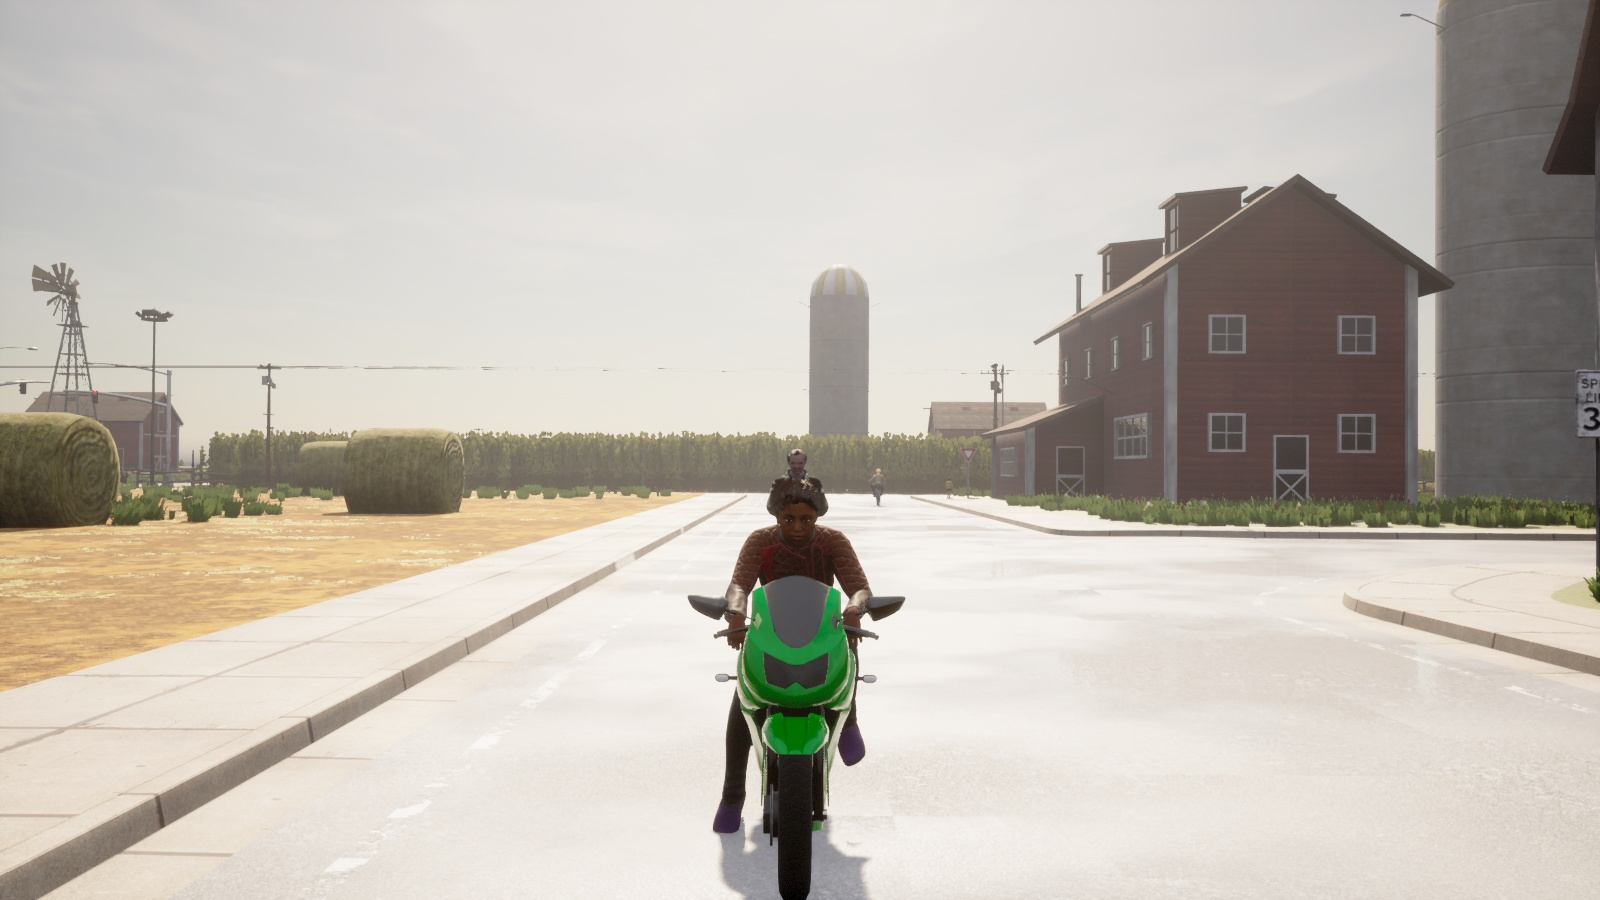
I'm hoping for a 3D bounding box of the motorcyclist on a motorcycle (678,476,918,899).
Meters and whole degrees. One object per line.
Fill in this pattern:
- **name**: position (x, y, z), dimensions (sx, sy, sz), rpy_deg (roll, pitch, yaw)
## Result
- **motorcyclist on a motorcycle**: position (-0.009, 0.878, 5.209), dimensions (0.797, 1.523, 2.044), rpy_deg (0, -1, 0)
